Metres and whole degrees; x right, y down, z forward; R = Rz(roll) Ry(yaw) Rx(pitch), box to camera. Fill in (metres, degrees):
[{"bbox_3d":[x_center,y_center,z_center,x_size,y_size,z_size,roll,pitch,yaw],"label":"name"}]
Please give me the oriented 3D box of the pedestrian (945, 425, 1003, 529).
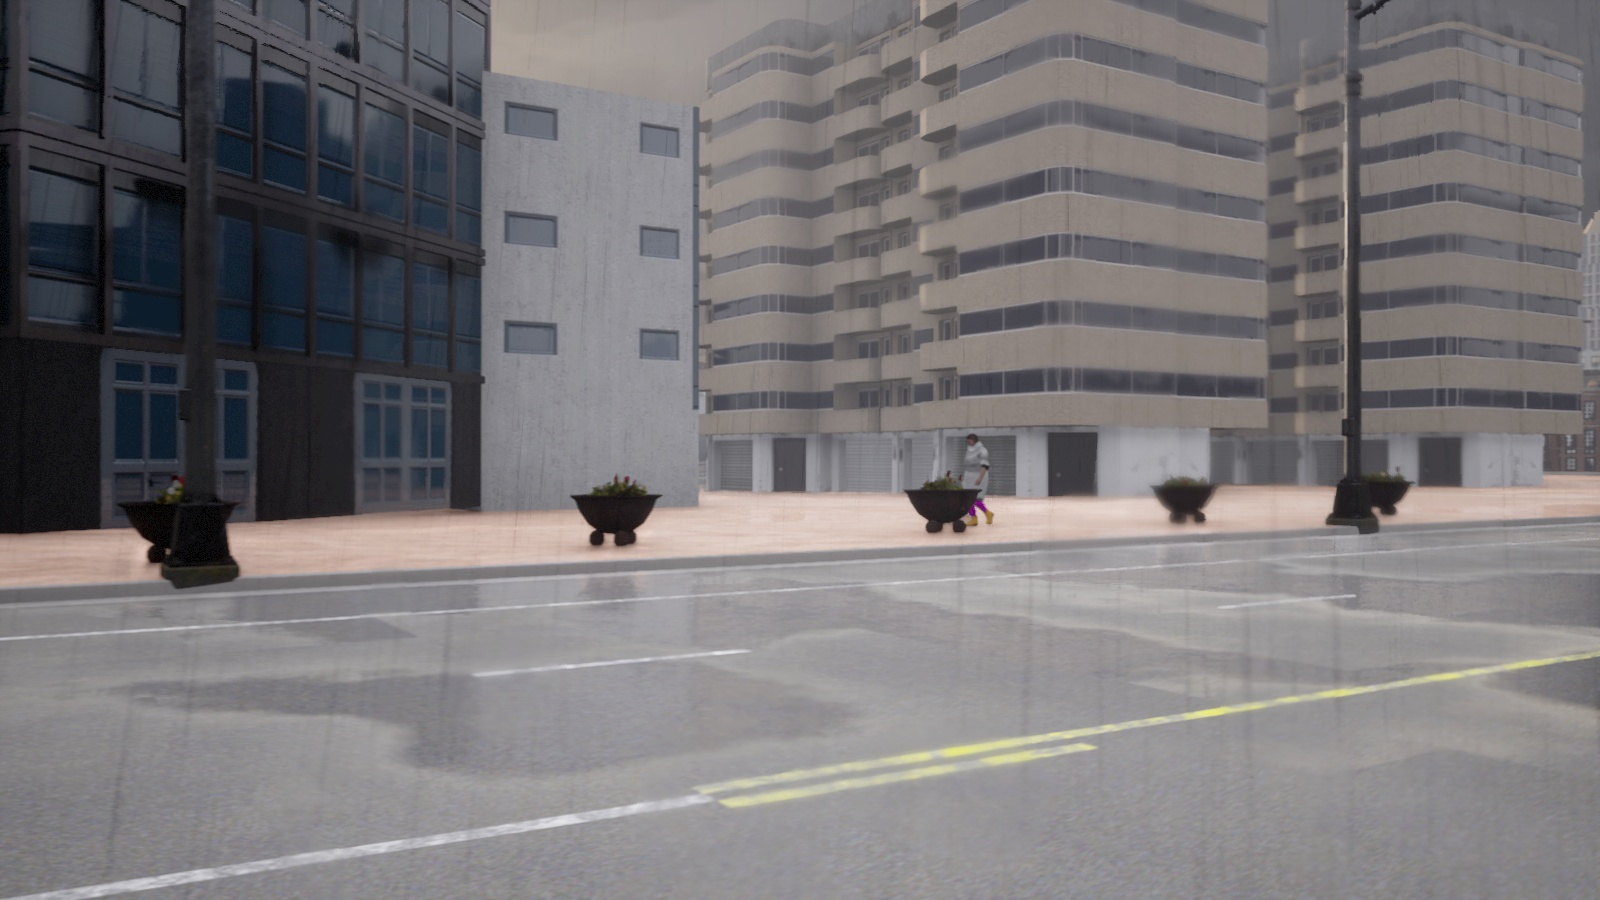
[{"bbox_3d":[3.325,0.509,23.993,0.873,1.952,0.659,0,0,-29],"label":"pedestrian"}]
